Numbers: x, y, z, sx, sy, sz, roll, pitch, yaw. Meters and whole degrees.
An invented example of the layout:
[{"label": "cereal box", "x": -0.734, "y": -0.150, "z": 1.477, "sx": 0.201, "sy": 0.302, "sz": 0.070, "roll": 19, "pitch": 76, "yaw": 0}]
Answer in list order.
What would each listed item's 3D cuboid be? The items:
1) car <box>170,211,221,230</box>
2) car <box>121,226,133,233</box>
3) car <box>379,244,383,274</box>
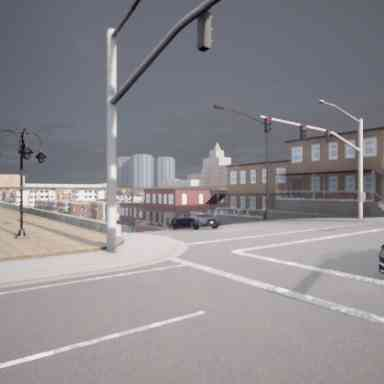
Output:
[{"label": "car", "x": 0.156, "y": 2.042, "z": 24.242, "sx": 1.994, "sy": 1.385, "sz": 4.181, "roll": 0, "pitch": -4, "yaw": -36}, {"label": "car", "x": -7.984, "y": 4.311, "z": 35.300, "sx": 1.812, "sy": 1.442, "sz": 4.674, "roll": 0, "pitch": -12, "yaw": -36}, {"label": "car", "x": 6.877, "y": 1.460, "z": 8.913, "sx": 4.902, "sy": 1.511, "sz": 2.128, "roll": -1, "pitch": 0, "yaw": -36}]
